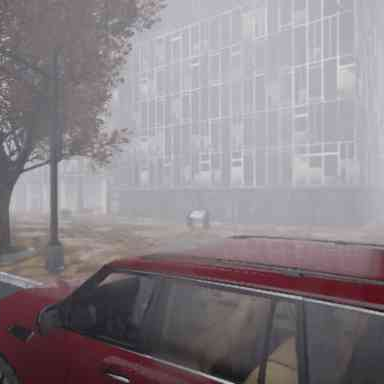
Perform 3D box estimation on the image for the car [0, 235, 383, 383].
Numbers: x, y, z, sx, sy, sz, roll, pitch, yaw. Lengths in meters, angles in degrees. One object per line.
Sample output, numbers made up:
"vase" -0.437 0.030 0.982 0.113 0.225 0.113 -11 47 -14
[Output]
"car" 0.160 1.320 2.763 5.009 1.841 2.192 0 0 35
